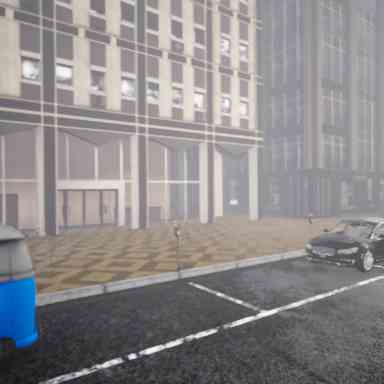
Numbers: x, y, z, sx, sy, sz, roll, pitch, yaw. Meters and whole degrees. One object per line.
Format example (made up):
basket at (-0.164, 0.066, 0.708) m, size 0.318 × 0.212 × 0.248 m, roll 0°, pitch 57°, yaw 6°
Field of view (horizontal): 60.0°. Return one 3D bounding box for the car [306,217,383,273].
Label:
car at (5.362, 1.497, 10.394) m, size 4.403 × 1.369 × 2.008 m, roll 0°, pitch 0°, yaw -36°

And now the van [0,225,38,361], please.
van at (-3.913, 1.347, 3.775) m, size 3.998 × 1.788 × 1.690 m, roll 0°, pitch 0°, yaw -36°
